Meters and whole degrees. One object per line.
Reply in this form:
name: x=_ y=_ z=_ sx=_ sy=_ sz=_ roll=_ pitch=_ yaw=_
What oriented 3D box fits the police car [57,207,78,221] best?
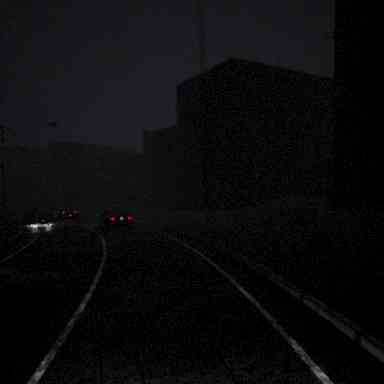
police car: x=-15.159 y=2.537 z=39.085 sx=2.038 sy=1.542 sz=4.974 roll=-3 pitch=0 yaw=-40

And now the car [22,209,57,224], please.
car: x=-16.463 y=2.603 z=35.100 sx=2.033 sy=1.411 sz=5.357 roll=-2 pitch=-1 yaw=-39

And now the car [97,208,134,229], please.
car: x=-5.896 y=1.953 z=25.050 sx=2.033 sy=1.411 sz=5.357 roll=-2 pitch=-1 yaw=-25
